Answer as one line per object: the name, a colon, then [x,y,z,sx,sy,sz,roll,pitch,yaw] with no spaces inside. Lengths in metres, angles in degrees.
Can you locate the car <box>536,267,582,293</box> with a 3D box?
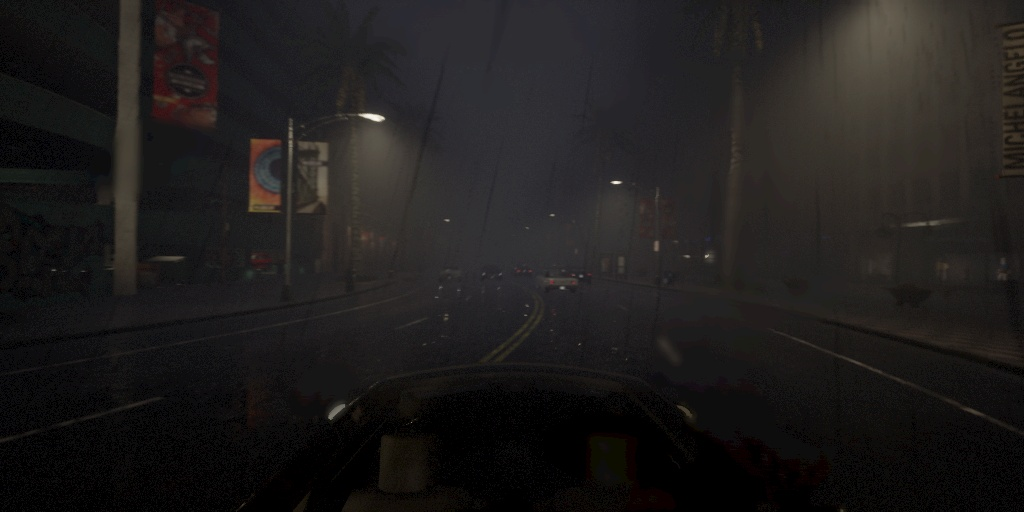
car: [2.743,1.572,22.923,1.895,1.301,4.718,1,-1,-4]

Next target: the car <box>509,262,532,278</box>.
car: [0.950,1.635,39.120,2.033,1.411,5.357,1,0,-7]

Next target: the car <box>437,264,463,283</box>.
car: [-5.264,1.459,30.847,1.812,1.442,4.674,1,0,-7]

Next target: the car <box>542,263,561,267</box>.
car: [4.110,1.757,42.014,1.895,1.301,4.718,1,0,-7]

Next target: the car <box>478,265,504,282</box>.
car: [-1.944,1.518,32.529,1.812,1.442,4.674,1,-1,-7]

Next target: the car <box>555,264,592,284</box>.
car: [5.380,1.638,30.917,1.994,1.385,4.181,1,-1,-6]
